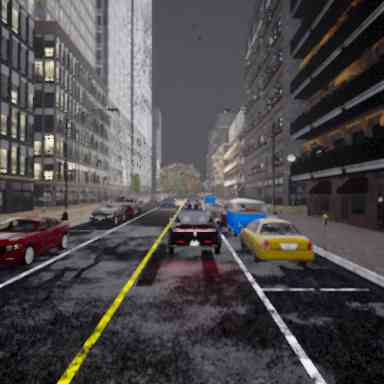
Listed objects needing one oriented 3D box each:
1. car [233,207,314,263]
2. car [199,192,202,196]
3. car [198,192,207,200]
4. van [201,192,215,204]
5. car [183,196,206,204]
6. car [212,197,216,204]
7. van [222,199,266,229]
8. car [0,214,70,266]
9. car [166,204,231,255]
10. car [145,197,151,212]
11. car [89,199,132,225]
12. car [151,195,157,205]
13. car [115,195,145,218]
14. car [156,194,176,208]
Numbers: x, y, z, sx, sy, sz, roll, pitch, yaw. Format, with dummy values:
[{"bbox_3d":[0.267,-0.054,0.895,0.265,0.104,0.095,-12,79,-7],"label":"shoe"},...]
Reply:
[{"bbox_3d":[2.701,1.474,11.579,1.752,1.417,4.829,1,0,0],"label":"car"},{"bbox_3d":[2.701,1.228,73.638,2.008,1.369,4.403,1,0,0],"label":"car"},{"bbox_3d":[2.705,0.943,84.953,2.192,1.841,5.009,1,0,0],"label":"car"},{"bbox_3d":[2.704,1.116,51.009,1.690,1.788,3.998,1,0,0],"label":"van"},{"bbox_3d":[0.095,1.399,33.524,2.033,1.411,5.357,0,0,0],"label":"car"},{"bbox_3d":[2.703,1.339,22.723,1.967,1.590,4.097,1,0,0],"label":"car"},{"bbox_3d":[2.704,1.265,17.065,1.690,1.788,3.998,1,0,0],"label":"van"},{"bbox_3d":[-5.679,1.494,11.403,1.887,1.381,4.507,1,0,0],"label":"car"},{"bbox_3d":[0.095,1.434,13.008,2.128,1.511,4.902,0,0,0],"label":"car"},{"bbox_3d":[-5.680,1.416,34.031,1.947,1.339,4.313,1,0,0],"label":"car"},{"bbox_3d":[-5.679,1.450,22.717,2.008,1.369,4.403,1,0,0],"label":"car"},{"bbox_3d":[-5.677,1.216,51.003,1.967,1.590,4.097,1,0,0],"label":"car"},{"bbox_3d":[-5.676,1.190,28.373,2.192,1.841,5.009,1,0,0],"label":"car"},{"bbox_3d":[-3.040,1.356,43.521,2.033,1.411,5.357,0,0,1],"label":"car"}]
